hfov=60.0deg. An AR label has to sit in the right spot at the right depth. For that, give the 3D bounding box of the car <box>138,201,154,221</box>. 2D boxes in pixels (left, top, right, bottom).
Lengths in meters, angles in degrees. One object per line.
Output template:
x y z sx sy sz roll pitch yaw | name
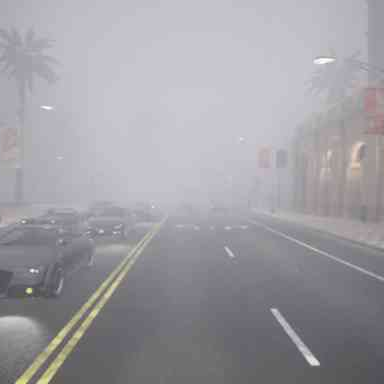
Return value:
-4.142 1.502 27.065 1.812 1.442 4.674 0 0 0 | car

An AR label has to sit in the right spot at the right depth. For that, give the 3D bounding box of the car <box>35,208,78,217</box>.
-7.534 1.551 18.366 1.895 1.301 4.718 0 0 -1 | car

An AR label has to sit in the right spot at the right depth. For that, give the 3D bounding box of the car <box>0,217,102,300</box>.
-3.821 1.538 8.223 1.994 1.385 4.181 0 0 -1 | car

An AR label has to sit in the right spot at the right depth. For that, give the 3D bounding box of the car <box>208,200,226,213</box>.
2.832 1.577 37.706 2.033 1.411 5.357 0 0 1 | car

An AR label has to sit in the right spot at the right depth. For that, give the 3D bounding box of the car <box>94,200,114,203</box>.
-7.657 1.456 28.808 1.837 1.490 4.892 0 0 -1 | car

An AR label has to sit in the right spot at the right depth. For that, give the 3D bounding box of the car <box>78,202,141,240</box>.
-4.009 1.480 17.006 1.837 1.490 4.892 0 0 -1 | car

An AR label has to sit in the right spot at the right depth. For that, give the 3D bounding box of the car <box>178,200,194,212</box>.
-0.669 1.606 39.059 1.895 1.301 4.718 0 0 0 | car
